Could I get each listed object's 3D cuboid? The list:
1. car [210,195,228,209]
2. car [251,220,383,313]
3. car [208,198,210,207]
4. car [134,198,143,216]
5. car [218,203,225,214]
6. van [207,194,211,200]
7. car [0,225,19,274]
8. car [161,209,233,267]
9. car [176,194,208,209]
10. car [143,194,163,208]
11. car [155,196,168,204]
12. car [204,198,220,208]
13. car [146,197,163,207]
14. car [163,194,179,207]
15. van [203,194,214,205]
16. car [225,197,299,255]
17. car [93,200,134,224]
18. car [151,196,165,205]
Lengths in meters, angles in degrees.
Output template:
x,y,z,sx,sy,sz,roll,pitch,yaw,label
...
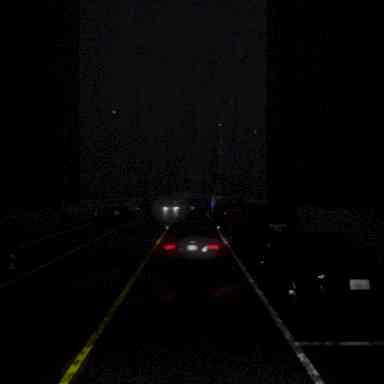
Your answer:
x,y,z,sx,sy,sz,roll,pitch,yaw,label
2.757,1.283,24.087,2.192,1.841,5.009,0,0,0,car
2.760,1.555,7.549,1.947,1.339,4.313,0,0,0,car
2.757,1.506,29.600,1.887,1.381,4.507,0,0,0,car
-5.768,1.486,29.423,1.752,1.417,4.829,0,0,0,car
2.759,1.520,18.574,1.887,1.381,4.507,0,0,0,car
2.756,1.295,35.112,1.690,1.788,3.998,0,0,0,van
-5.765,1.429,7.541,1.967,1.590,4.097,0,0,0,car
0.023,1.532,11.365,2.033,1.411,5.357,0,0,0,car
0.040,1.313,28.449,2.097,1.767,4.553,0,0,0,car
-5.771,1.255,46.133,2.192,1.841,5.009,0,0,0,car
-5.773,1.471,62.672,2.008,1.369,4.403,0,0,0,car
2.755,1.506,46.138,1.947,1.339,4.313,0,0,0,car
-5.772,1.484,51.646,2.008,1.369,4.403,0,0,0,car
-3.099,1.439,49.144,1.837,1.490,4.892,0,1,0,car
2.752,1.269,57.162,1.690,1.788,3.998,0,0,0,van
2.759,1.297,13.061,2.192,1.841,5.009,0,0,0,car
-5.768,1.407,24.080,1.967,1.590,4.097,0,0,0,car
-5.772,1.453,56.989,1.752,1.417,4.829,0,0,0,car
